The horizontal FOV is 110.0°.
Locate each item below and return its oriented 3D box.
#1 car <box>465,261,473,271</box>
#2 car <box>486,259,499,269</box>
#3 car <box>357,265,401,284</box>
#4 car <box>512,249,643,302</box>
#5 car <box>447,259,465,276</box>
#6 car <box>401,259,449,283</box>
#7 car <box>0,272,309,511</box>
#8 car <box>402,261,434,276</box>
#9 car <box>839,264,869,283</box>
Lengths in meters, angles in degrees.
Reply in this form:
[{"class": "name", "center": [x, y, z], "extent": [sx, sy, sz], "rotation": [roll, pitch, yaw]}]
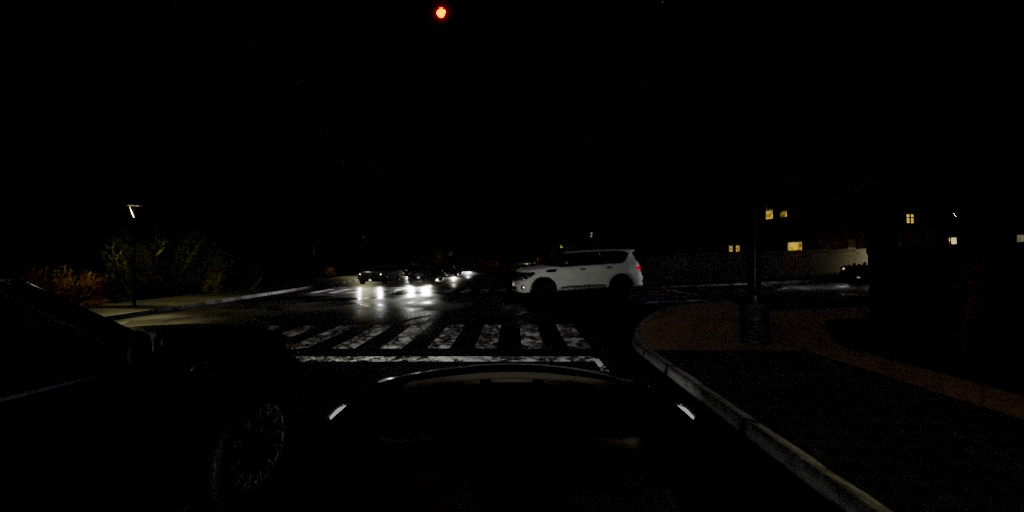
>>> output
[{"class": "car", "center": [-6.587, 1.386, 49.758], "extent": [1.895, 1.301, 4.718], "rotation": [0, 0, -1]}, {"class": "car", "center": [-3.145, 1.274, 57.610], "extent": [1.882, 1.535, 5.008], "rotation": [0, 0, 0]}, {"class": "car", "center": [-9.848, 1.363, 27.070], "extent": [1.895, 1.301, 4.718], "rotation": [0, 0, 0]}, {"class": "car", "center": [2.792, 0.751, 15.474], "extent": [5.566, 2.045, 2.150], "rotation": [-2, -1, -9]}, {"class": "car", "center": [-6.590, 1.123, 37.555], "extent": [2.097, 1.767, 4.553], "rotation": [0, 0, 0]}, {"class": "car", "center": [-6.596, 1.254, 27.731], "extent": [2.128, 1.511, 4.902], "rotation": [0, 0, 0]}, {"class": "car", "center": [-3.159, 0.971, 1.207], "extent": [2.150, 2.045, 5.566], "rotation": [0, 0, 2]}, {"class": "car", "center": [-9.846, 1.319, 38.109], "extent": [2.033, 1.411, 5.357], "rotation": [0, 0, 0]}, {"class": "car", "center": [18.832, 0.645, 17.522], "extent": [4.718, 1.301, 1.895], "rotation": [-2, -1, -8]}]
